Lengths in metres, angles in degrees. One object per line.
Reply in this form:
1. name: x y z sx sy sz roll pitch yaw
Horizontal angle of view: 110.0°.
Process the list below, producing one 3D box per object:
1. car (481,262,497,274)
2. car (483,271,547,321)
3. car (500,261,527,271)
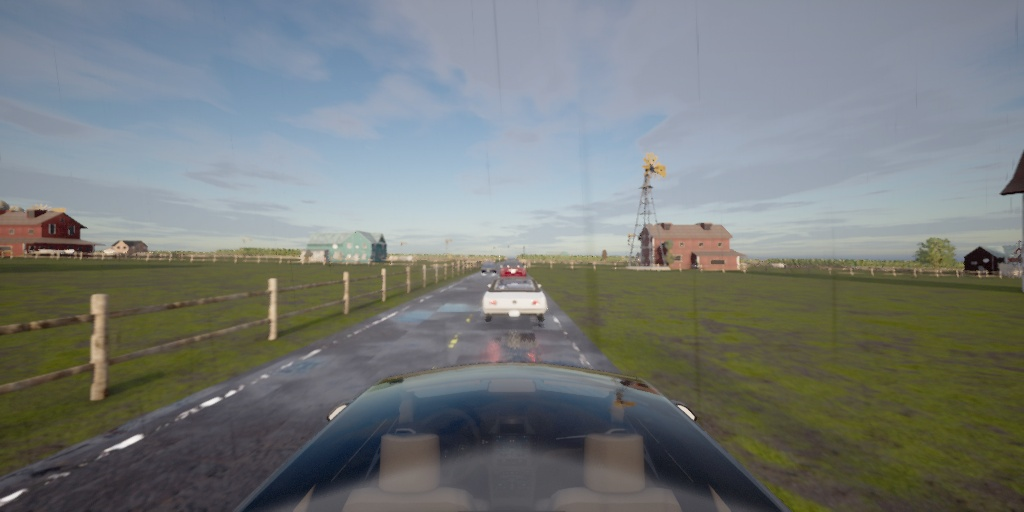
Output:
1. car: -2.817 1.427 44.909 2.033 1.411 5.357 0 0 0
2. car: 0.088 1.381 12.544 1.895 1.301 4.718 0 0 0
3. car: 0.098 1.181 28.973 2.097 1.767 4.553 0 0 0
